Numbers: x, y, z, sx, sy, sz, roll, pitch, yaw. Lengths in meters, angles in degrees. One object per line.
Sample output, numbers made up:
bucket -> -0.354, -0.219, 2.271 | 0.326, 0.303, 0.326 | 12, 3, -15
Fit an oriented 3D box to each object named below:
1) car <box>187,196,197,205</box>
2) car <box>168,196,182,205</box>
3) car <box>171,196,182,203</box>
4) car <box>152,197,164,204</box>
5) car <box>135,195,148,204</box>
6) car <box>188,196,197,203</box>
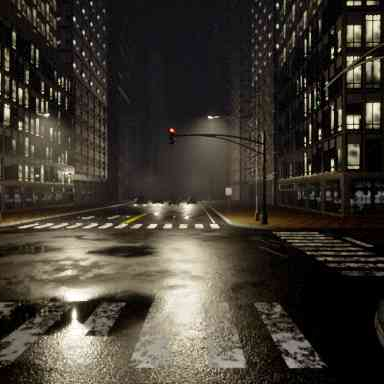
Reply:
car -> 0.024, 1.648, 60.100 | 2.033, 1.411, 5.357 | 0, 0, 0
car -> -3.226, 1.647, 59.684 | 2.033, 1.411, 5.357 | 0, 0, 0
car -> -3.222, 1.522, 70.103 | 1.994, 1.385, 4.181 | 0, 0, 0
car -> -6.474, 1.680, 64.271 | 1.994, 1.385, 4.181 | 0, 0, 0
car -> -9.724, 1.468, 64.302 | 2.097, 1.767, 4.553 | 0, 0, 0
car -> 0.029, 1.583, 70.548 | 1.895, 1.301, 4.718 | 0, 0, 0
